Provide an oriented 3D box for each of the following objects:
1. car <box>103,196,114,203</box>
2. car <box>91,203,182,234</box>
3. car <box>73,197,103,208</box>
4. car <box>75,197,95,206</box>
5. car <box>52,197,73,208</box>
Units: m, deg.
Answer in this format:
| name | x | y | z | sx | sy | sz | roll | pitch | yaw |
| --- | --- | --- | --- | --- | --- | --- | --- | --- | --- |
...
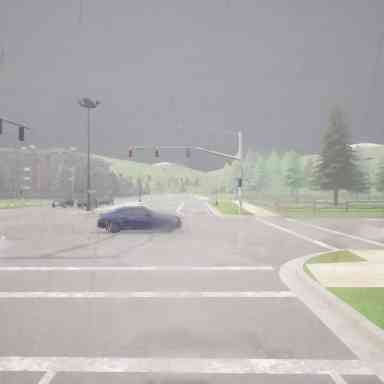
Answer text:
| name | x | y | z | sx | sy | sz | roll | pitch | yaw |
| --- | --- | --- | --- | --- | --- | --- | --- | --- | --- |
| car | -14.920 | 1.505 | 58.203 | 1.837 | 1.490 | 4.892 | 0 | 0 | 0 |
| car | -2.912 | 1.525 | 18.566 | 4.674 | 1.442 | 1.812 | 0 | 0 | -1 |
| car | -14.934 | 1.547 | 48.121 | 2.033 | 1.411 | 5.357 | 0 | 0 | 0 |
| car | -18.421 | 1.564 | 57.494 | 1.994 | 1.385 | 4.181 | 0 | 0 | 0 |
| car | -18.438 | 1.491 | 47.741 | 2.128 | 1.511 | 4.902 | 0 | 0 | 0 |
